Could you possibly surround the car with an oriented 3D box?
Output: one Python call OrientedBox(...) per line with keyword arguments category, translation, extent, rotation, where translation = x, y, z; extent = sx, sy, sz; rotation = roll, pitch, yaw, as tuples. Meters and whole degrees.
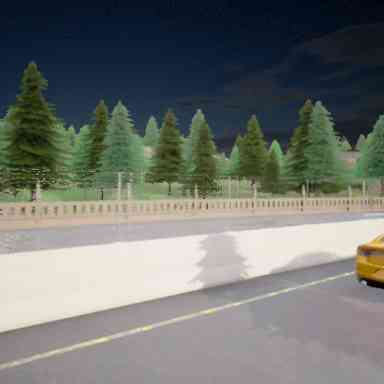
OrientedBox(category="car", translation=(5.908, 1.460, 7.897), extent=(5.008, 1.535, 1.882), rotation=(0, 0, -35))
